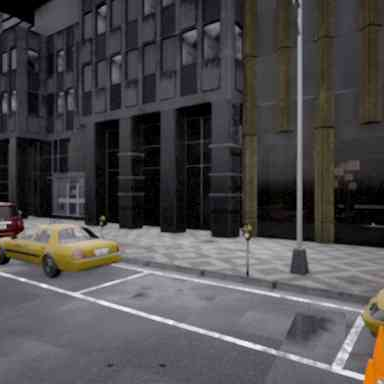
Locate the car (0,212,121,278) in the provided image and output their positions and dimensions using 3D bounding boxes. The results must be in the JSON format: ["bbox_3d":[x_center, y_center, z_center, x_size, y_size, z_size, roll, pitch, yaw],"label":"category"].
[{"bbox_3d":[-4.248,1.522,9.999,4.829,1.417,1.752,0,0,35],"label":"car"}]

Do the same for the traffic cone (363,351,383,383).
[{"bbox_3d":[1.770,1.957,3.291,0.340,0.580,0.340,0,0,35],"label":"traffic cone"}]

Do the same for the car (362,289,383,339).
[{"bbox_3d":[4.656,1.529,3.755,4.829,1.417,1.752,0,0,35],"label":"car"}]

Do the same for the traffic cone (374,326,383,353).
[{"bbox_3d":[2.344,1.957,4.110,0.340,0.580,0.340,0,0,35],"label":"traffic cone"}]

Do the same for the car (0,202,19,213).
[{"bbox_3d":[-8.561,1.308,13.022,5.009,1.841,2.192,0,0,35],"label":"car"}]
